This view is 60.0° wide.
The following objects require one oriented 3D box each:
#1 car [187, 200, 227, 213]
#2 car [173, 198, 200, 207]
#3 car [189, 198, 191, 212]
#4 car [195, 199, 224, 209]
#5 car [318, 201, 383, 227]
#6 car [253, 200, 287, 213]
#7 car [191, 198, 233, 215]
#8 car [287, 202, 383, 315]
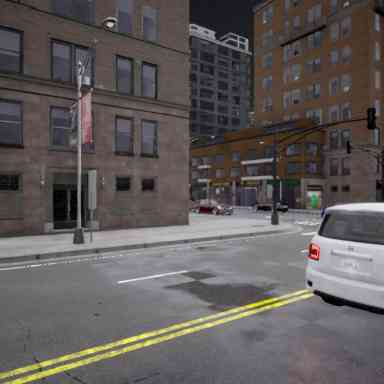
[{"bbox_3d":[1.611,1.592,37.492,1.895,1.301,4.718,0,0,-35],"label":"car"},{"bbox_3d":[-0.866,1.579,50.487,1.947,1.339,4.313,0,0,-35],"label":"car"},{"bbox_3d":[-1.045,1.421,36.855,1.967,1.590,4.097,0,0,-35],"label":"car"},{"bbox_3d":[2.318,1.594,45.990,1.802,1.307,4.206,0,0,-35],"label":"car"},{"bbox_3d":[11.649,1.475,23.380,1.882,1.535,5.008,0,0,-36],"label":"car"},{"bbox_3d":[8.688,1.580,36.994,1.947,1.339,4.313,0,0,-35],"label":"car"},{"bbox_3d":[2.139,1.423,32.357,1.967,1.590,4.097,0,0,-35],"label":"car"},{"bbox_3d":[4.665,1.223,6.780,5.566,2.045,2.150,0,0,-36],"label":"car"}]
